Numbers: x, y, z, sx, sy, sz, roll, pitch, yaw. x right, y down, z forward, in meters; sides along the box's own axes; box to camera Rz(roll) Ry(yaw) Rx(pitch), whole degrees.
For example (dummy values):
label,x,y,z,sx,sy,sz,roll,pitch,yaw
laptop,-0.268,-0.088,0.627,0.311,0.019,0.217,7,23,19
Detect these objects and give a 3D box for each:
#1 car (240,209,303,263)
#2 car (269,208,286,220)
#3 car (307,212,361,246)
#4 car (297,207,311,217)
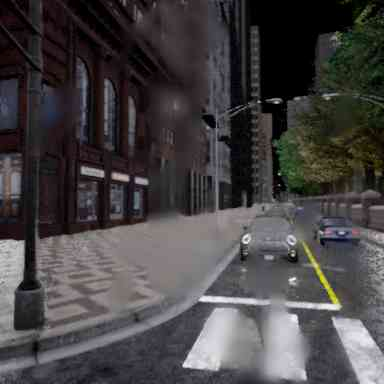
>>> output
label,x,y,z,sx,sy,sz,roll,pitch,yaw
car,3.237,1.751,13.727,2.097,1.767,4.553,-1,-2,15
car,10.935,2.760,42.363,1.994,1.385,4.181,-1,-2,15
car,7.740,2.053,18.149,2.033,1.411,5.357,-1,-2,15
car,14.424,2.677,43.386,1.882,1.535,5.008,-1,-1,15
